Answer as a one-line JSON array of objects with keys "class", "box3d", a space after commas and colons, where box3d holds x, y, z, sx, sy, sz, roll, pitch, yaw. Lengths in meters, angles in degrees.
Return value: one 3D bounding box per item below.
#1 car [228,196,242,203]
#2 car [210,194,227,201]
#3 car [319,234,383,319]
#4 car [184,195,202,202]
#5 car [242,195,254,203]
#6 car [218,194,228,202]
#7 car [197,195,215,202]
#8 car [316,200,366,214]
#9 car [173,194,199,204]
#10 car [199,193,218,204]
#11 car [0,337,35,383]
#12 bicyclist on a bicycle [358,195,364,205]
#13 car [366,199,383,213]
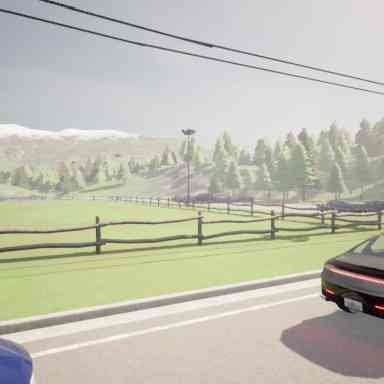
[{"class": "car", "box3d": [7.932, 1.554, 69.334, 1.994, 1.385, 4.181, 0, 0, -28]}, {"class": "car", "box3d": [6.337, 1.300, 79.648, 2.097, 1.767, 4.553, 0, 0, -28]}, {"class": "car", "box3d": [4.575, 1.492, 6.201, 4.902, 1.511, 2.128, 0, 0, -28]}, {"class": "car", "box3d": [0.164, 1.425, 76.348, 1.882, 1.535, 5.008, 0, 0, -28]}, {"class": "car", "box3d": [11.205, 1.501, 70.639, 1.837, 1.490, 4.892, 0, 0, -28]}, {"class": "car", "box3d": [4.838, 1.565, 67.696, 1.994, 1.385, 4.181, 0, 0, -28]}, {"class": "car", "box3d": [3.243, 1.470, 78.011, 2.128, 1.511, 4.902, 0, 0, -28]}, {"class": "car", "box3d": [15.007, 1.527, 34.366, 1.812, 1.442, 4.674, 0, 0, -28]}, {"class": "car", "box3d": [-1.168, 1.353, 64.088, 2.097, 1.767, 4.553, 0, 0, -28]}, {"class": "car", "box3d": [2.185, 1.223, 65.244, 2.150, 2.045, 5.566, 0, 0, -28]}, {"class": "car", "box3d": [-3.414, 1.526, 1.794, 4.674, 1.442, 1.812, 0, 0, -29]}, {"class": "bicyclist on a bicycle", "box3d": [26.172, 1.305, 51.491, 1.656, 1.620, 0.582, 0, 0, -28]}, {"class": "car", "box3d": [19.133, 1.549, 34.092, 2.033, 1.411, 5.357, 0, 0, -28]}]
